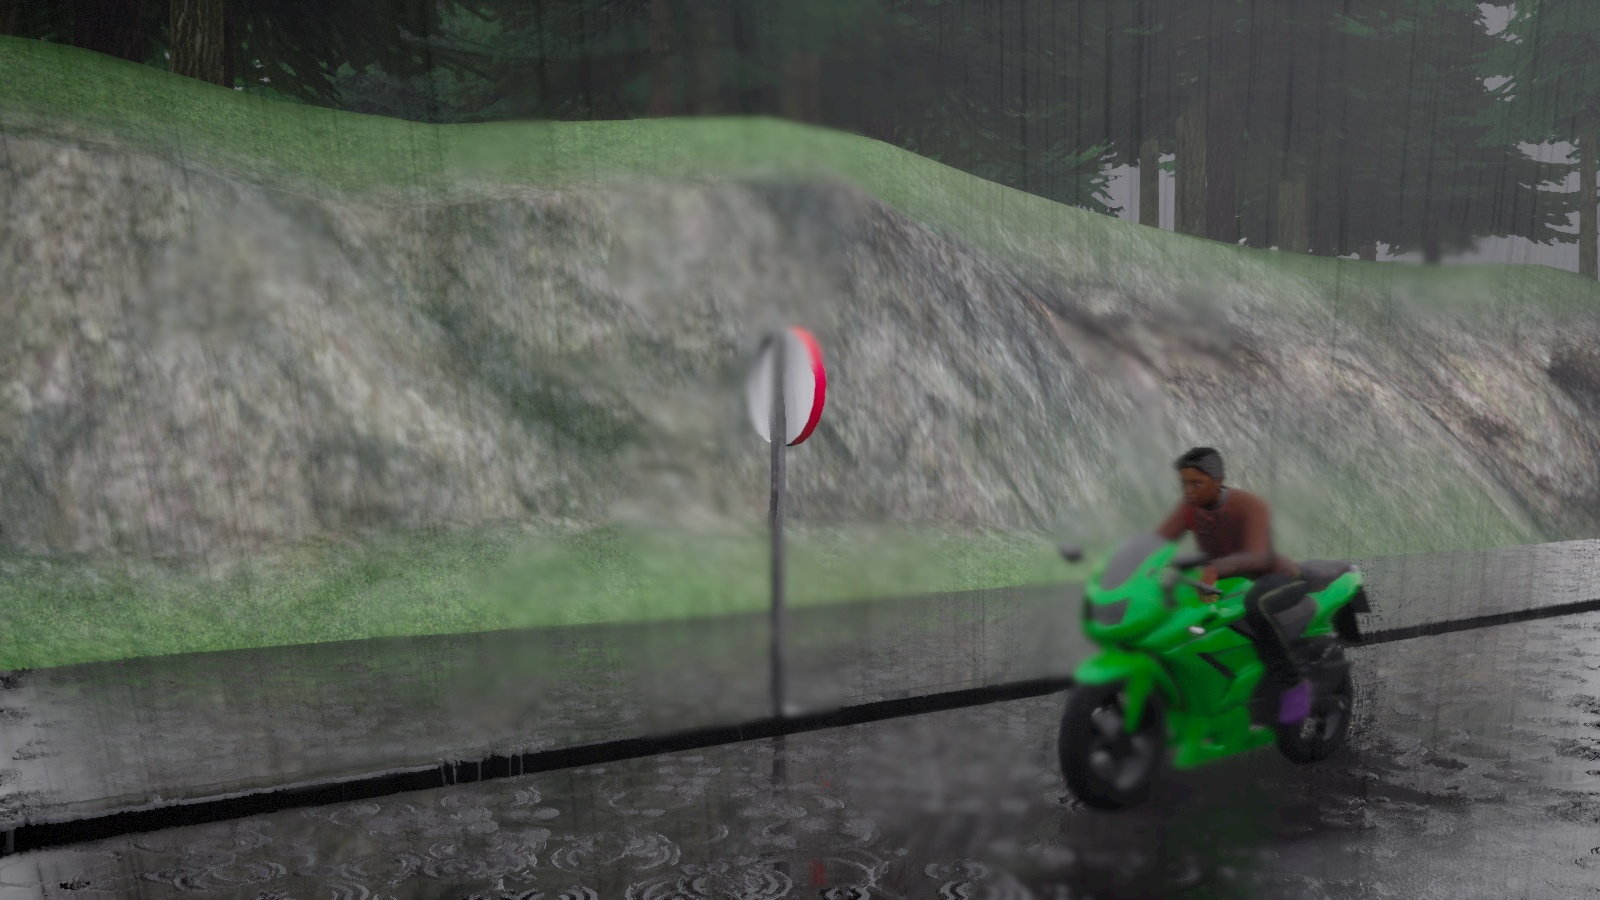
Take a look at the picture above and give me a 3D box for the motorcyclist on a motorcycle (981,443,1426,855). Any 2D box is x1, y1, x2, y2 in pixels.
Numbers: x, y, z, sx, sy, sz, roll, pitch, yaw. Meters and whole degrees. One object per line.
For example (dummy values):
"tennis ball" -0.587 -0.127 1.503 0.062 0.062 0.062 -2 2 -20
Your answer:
"motorcyclist on a motorcycle" 1.832 0.737 5.556 2.044 1.523 0.797 0 0 -35
